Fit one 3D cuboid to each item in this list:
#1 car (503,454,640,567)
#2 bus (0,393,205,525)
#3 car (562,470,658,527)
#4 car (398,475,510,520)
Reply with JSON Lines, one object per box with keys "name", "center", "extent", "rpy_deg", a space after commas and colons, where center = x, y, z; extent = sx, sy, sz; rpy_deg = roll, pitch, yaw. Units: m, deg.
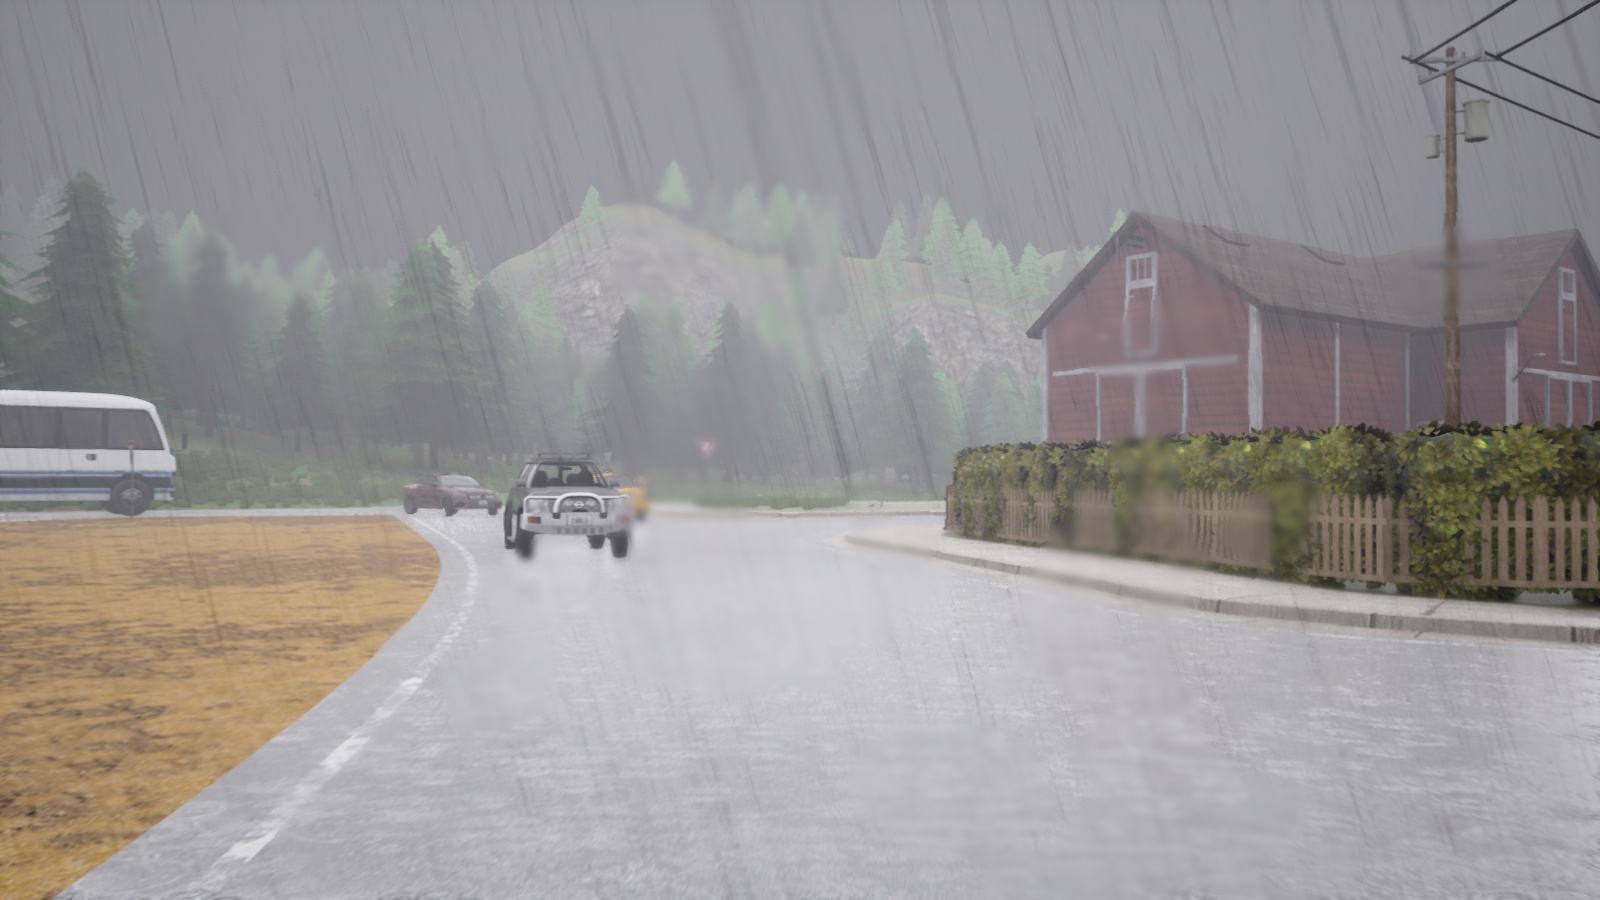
{"name": "car", "center": [-4.321, 1.034, 23.179], "extent": [1.932, 1.855, 4.605], "rpy_deg": [0, -1, -17]}
{"name": "bus", "center": [-26.233, 0.335, 42.642], "extent": [10.273, 4.253, 3.944], "rpy_deg": [1, -1, -37]}
{"name": "car", "center": [-5.800, 1.398, 37.768], "extent": [1.801, 1.575, 5.366], "rpy_deg": [0, -1, -20]}
{"name": "car", "center": [-11.932, 1.603, 43.101], "extent": [1.812, 1.442, 4.674], "rpy_deg": [1, -2, -42]}
